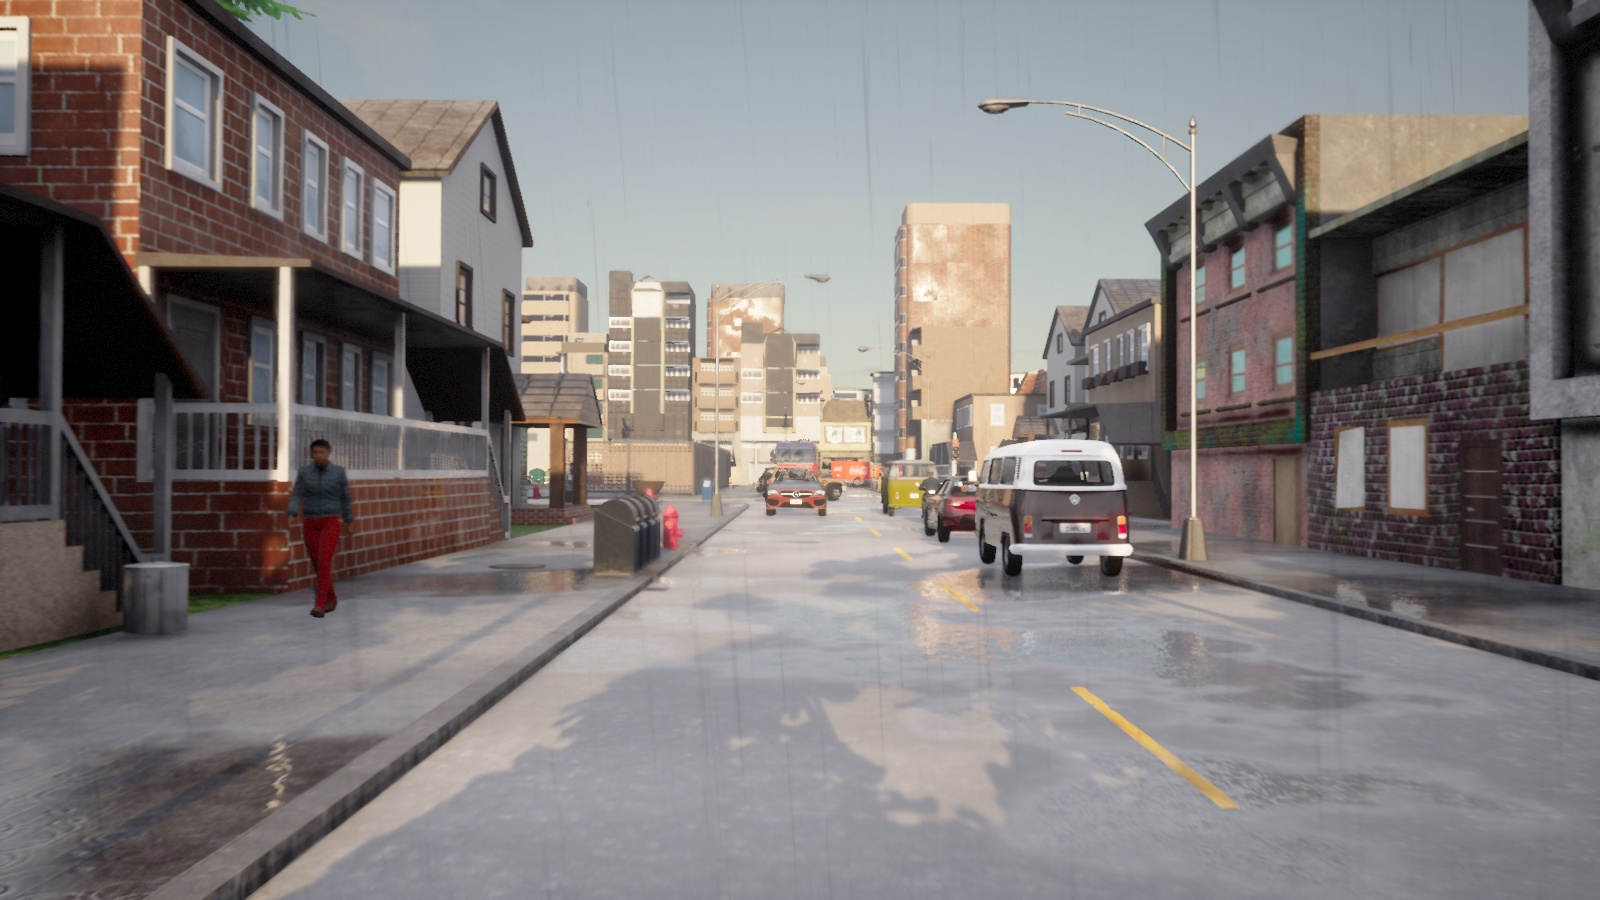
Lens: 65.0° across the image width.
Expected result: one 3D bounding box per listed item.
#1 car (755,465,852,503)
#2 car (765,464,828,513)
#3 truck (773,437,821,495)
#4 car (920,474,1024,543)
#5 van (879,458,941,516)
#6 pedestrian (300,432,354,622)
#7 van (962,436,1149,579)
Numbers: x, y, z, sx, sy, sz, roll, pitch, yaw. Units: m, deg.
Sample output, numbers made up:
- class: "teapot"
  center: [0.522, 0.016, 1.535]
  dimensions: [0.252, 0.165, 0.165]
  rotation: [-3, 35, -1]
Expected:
- class: "car"
  center: [0.169, 1.710, 64.483]
  dimensions: [4.605, 1.855, 1.932]
  rotation: [0, 0, -26]
- class: "car"
  center: [-0.108, 1.349, 45.128]
  dimensions: [2.152, 1.651, 5.027]
  rotation: [0, -1, 0]
- class: "truck"
  center: [-0.151, 1.119, 87.704]
  dimensions: [2.891, 3.827, 8.468]
  rotation: [0, -1, 3]
- class: "car"
  center: [3.925, 1.302, 29.247]
  dimensions: [1.816, 1.474, 4.193]
  rotation: [0, -1, 0]
- class: "van"
  center: [3.893, 1.306, 45.068]
  dimensions: [1.775, 1.987, 4.442]
  rotation: [0, -1, -1]
- class: "pedestrian"
  center: [-4.713, 0.753, 12.532]
  dimensions: [0.353, 1.847, 0.614]
  rotation: [0, -1, -7]
- class: "van"
  center: [3.946, 0.861, 20.218]
  dimensions: [2.069, 2.038, 4.480]
  rotation: [0, -1, 0]
